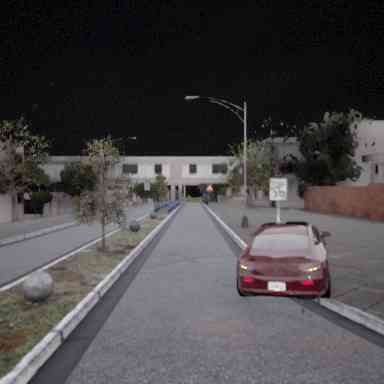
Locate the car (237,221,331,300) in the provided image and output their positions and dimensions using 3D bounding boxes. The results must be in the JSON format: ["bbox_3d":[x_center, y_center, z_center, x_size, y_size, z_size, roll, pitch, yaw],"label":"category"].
[{"bbox_3d":[2.311,1.426,8.039,1.812,1.442,4.674,-3,1,21],"label":"car"}]
